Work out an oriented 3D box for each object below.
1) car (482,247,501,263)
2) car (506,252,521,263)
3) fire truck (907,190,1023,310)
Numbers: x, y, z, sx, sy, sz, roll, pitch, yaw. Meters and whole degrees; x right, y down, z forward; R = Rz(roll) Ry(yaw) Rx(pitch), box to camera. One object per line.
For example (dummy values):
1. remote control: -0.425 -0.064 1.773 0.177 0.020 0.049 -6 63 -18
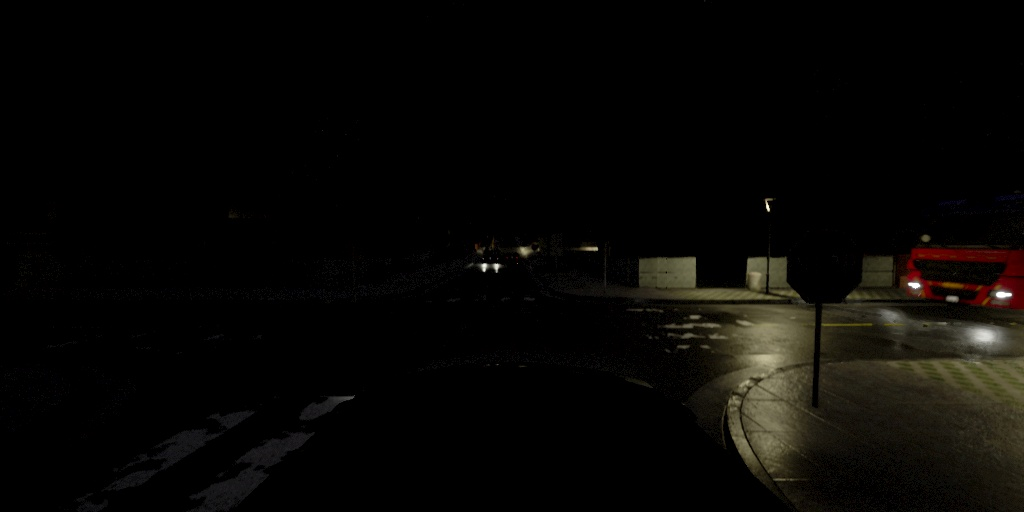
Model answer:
1. car: -2.698 -0.166 47.514 2.150 2.045 5.566 0 2 0
2. car: 0.126 0.139 48.058 2.033 1.411 5.357 0 2 2
3. fire truck: 17.749 -0.144 10.983 8.468 3.827 2.891 0 2 0
